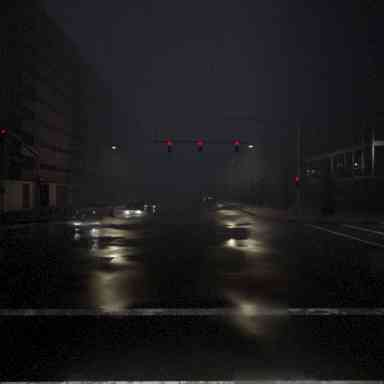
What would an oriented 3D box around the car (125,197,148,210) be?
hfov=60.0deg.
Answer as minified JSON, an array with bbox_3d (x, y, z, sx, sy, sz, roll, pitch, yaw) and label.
[{"bbox_3d":[-7.428,1.601,43.699,1.895,1.301,4.718,0,0,1],"label":"car"}]

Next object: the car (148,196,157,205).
[{"bbox_3d":[-7.242,1.526,58.737,1.812,1.442,4.674,0,0,1],"label":"car"}]

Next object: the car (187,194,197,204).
[{"bbox_3d":[0.001,1.564,64.646,1.994,1.385,4.181,0,0,1],"label":"car"}]

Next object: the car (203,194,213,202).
[{"bbox_3d":[3.511,1.355,74.600,2.097,1.767,4.553,0,0,1],"label":"car"}]

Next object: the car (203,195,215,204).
[{"bbox_3d":[3.500,1.492,64.735,2.128,1.511,4.902,0,0,1],"label":"car"}]

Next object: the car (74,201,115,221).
[{"bbox_3d":[-7.940,1.532,27.702,1.812,1.442,4.674,0,0,8],"label":"car"}]
